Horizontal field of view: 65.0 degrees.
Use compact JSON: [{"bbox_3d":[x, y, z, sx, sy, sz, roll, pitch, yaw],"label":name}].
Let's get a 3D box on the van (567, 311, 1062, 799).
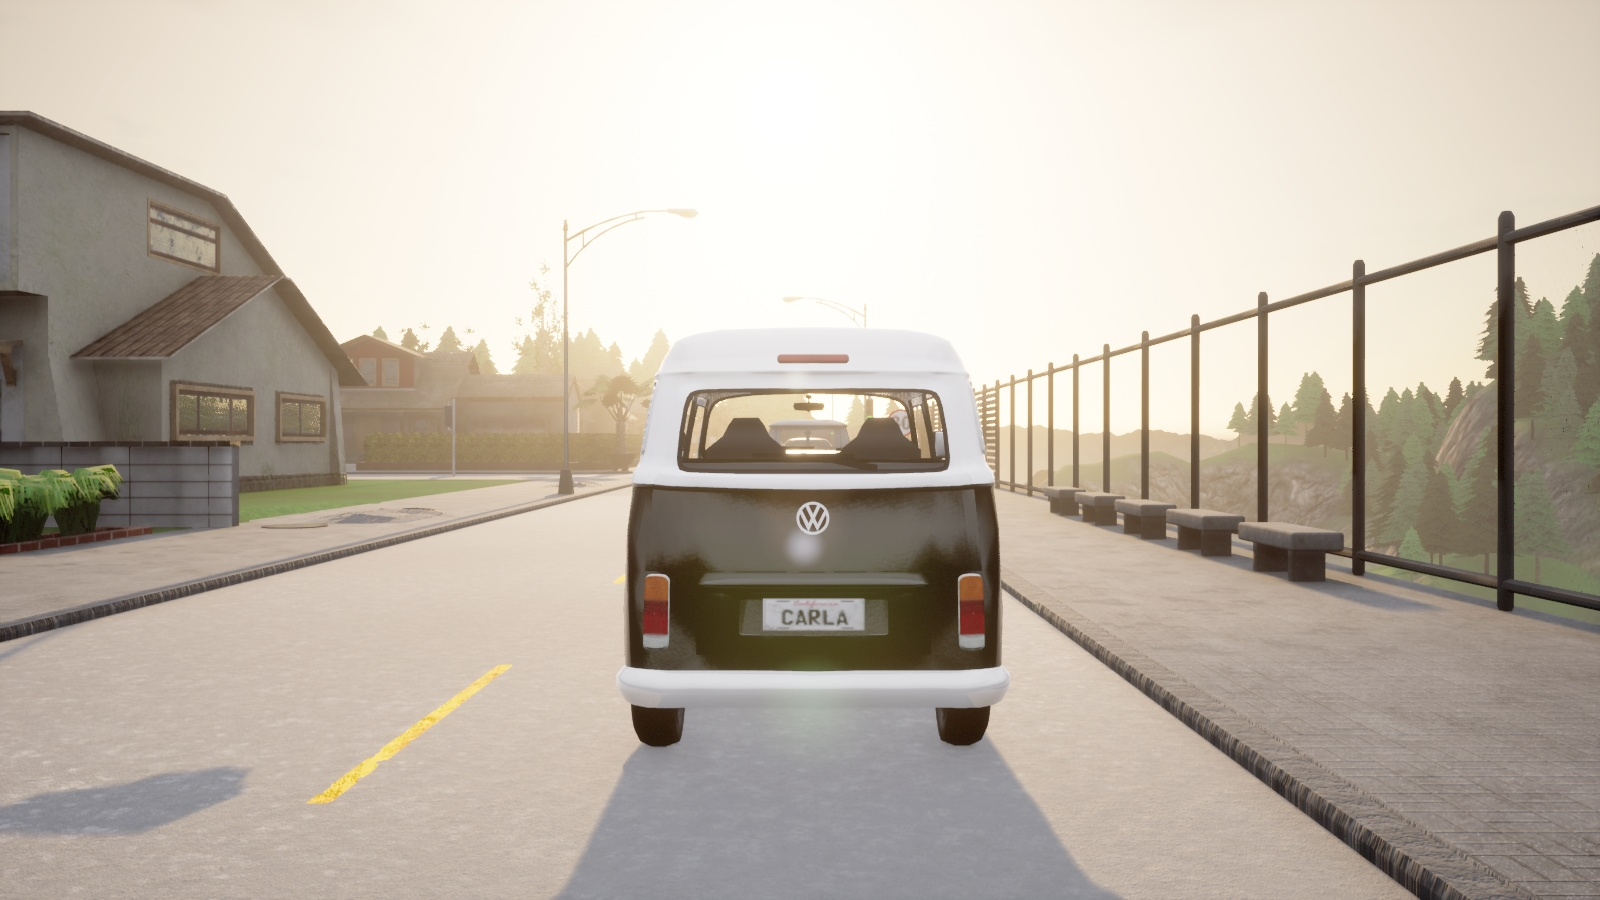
[{"bbox_3d":[0.062,0.428,7.496,2.069,2.038,4.480,0,0,0],"label":"van"}]
